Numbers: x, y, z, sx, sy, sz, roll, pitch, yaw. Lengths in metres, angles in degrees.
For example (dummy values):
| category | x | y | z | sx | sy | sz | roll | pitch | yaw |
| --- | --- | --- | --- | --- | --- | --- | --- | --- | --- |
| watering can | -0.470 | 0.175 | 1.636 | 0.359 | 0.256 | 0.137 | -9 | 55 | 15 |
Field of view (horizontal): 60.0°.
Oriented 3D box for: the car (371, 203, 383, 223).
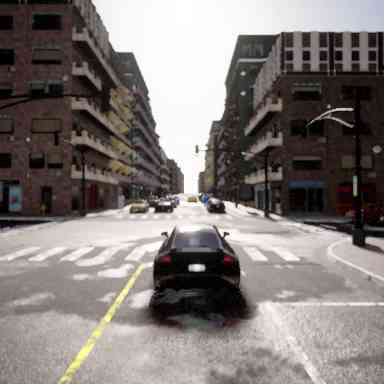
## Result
| category | x | y | z | sx | sy | sz | roll | pitch | yaw |
| --- | --- | --- | --- | --- | --- | --- | --- | --- | --- |
| car | 15.102 | 1.596 | 22.246 | 4.892 | 1.490 | 1.837 | 0 | -1 | 0 |

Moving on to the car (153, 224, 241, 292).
| category | x | y | z | sx | sy | sz | roll | pitch | yaw |
| --- | --- | --- | --- | --- | --- | --- | --- | --- | --- |
| car | 0.099 | 1.552 | 8.956 | 1.994 | 1.385 | 4.181 | 0 | 0 | 0 |

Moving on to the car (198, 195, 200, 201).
| category | x | y | z | sx | sy | sz | roll | pitch | yaw |
| --- | --- | --- | --- | --- | --- | --- | --- | --- | --- |
| car | 2.683 | 1.442 | 65.050 | 1.752 | 1.417 | 4.829 | 1 | 0 | 0 |

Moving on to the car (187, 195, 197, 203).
| category | x | y | z | sx | sy | sz | roll | pitch | yaw |
| --- | --- | --- | --- | --- | --- | --- | --- | --- | --- |
| car | 0.079 | 1.392 | 66.928 | 1.882 | 1.535 | 5.008 | 0 | 0 | 0 |

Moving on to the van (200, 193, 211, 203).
| category | x | y | z | sx | sy | sz | roll | pitch | yaw |
| --- | --- | --- | --- | --- | --- | --- | --- | --- | --- |
| van | 2.690 | 1.271 | 53.594 | 1.690 | 1.788 | 3.998 | 1 | 0 | 0 |

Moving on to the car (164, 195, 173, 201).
| category | x | y | z | sx | sy | sz | roll | pitch | yaw |
| --- | --- | --- | --- | --- | --- | --- | --- | --- | --- |
| car | -5.703 | 1.449 | 81.805 | 2.008 | 1.369 | 4.403 | 1 | 0 | 0 |

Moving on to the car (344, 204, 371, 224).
| category | x | y | z | sx | sy | sz | roll | pitch | yaw |
| --- | --- | --- | --- | --- | --- | --- | --- | --- | --- |
| car | 13.634 | 1.565 | 24.855 | 4.097 | 1.590 | 1.967 | 0 | -1 | 1 |

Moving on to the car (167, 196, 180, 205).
| category | x | y | z | sx | sy | sz | roll | pitch | yaw |
| --- | --- | --- | --- | --- | --- | --- | --- | --- | --- |
| car | -3.087 | 1.404 | 56.748 | 1.882 | 1.535 | 5.008 | 0 | 0 | 0 |

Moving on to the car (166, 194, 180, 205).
| category | x | y | z | sx | sy | sz | roll | pitch | yaw |
| --- | --- | --- | --- | --- | --- | --- | --- | --- | --- |
| car | -3.111 | 1.416 | 46.372 | 1.882 | 1.535 | 5.008 | 0 | 0 | 0 |

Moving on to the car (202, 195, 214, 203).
| category | x | y | z | sx | sy | sz | roll | pitch | yaw |
| --- | --- | --- | --- | --- | --- | --- | --- | --- | --- |
| car | 2.690 | 1.495 | 42.310 | 2.008 | 1.369 | 4.403 | 1 | 0 | 0 |

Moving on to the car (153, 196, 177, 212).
| category | x | y | z | sx | sy | sz | roll | pitch | yaw |
| --- | --- | --- | --- | --- | --- | --- | --- | --- | --- |
| car | -3.111 | 1.513 | 37.655 | 1.994 | 1.385 | 4.181 | 0 | 0 | 0 |

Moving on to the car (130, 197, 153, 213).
| category | x | y | z | sx | sy | sz | roll | pitch | yaw |
| --- | --- | --- | --- | --- | --- | --- | --- | --- | --- |
| car | -5.688 | 1.477 | 36.494 | 1.752 | 1.417 | 4.829 | 1 | 0 | 0 |

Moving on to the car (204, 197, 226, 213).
| category | x | y | z | sx | sy | sz | roll | pitch | yaw |
| --- | --- | --- | --- | --- | --- | --- | --- | --- | --- |
| car | 2.691 | 1.517 | 36.667 | 1.947 | 1.339 | 4.313 | 1 | 0 | 0 |

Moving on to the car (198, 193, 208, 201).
| category | x | y | z | sx | sy | sz | roll | pitch | yaw |
| --- | --- | --- | --- | --- | --- | --- | --- | --- | --- |
| car | 2.681 | 1.213 | 81.807 | 2.192 | 1.841 | 5.009 | 1 | 0 | 0 |

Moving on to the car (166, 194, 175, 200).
| category | x | y | z | sx | sy | sz | roll | pitch | yaw |
| --- | --- | --- | --- | --- | --- | --- | --- | --- | --- |
| car | -5.703 | 1.332 | 87.448 | 1.967 | 1.590 | 4.097 | 1 | 0 | 0 |

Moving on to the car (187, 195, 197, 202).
| category | x | y | z | sx | sy | sz | roll | pitch | yaw |
| --- | --- | --- | --- | --- | --- | --- | --- | --- | --- |
| car | -0.025 | 1.428 | 77.201 | 2.128 | 1.511 | 4.902 | 0 | 0 | 0 |

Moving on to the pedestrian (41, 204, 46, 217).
| category | x | y | z | sx | sy | sz | roll | pitch | yaw |
| --- | --- | --- | --- | --- | --- | --- | --- | --- | --- |
| pedestrian | -12.548 | 1.549 | 28.097 | 0.500 | 1.100 | 0.500 | 0 | -1 | 1 |

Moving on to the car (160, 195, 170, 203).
| category | x | y | z | sx | sy | sz | roll | pitch | yaw |
| --- | --- | --- | --- | --- | --- | --- | --- | --- | --- |
| car | -5.699 | 1.455 | 70.520 | 1.887 | 1.381 | 4.507 | 1 | 0 | 0 |
